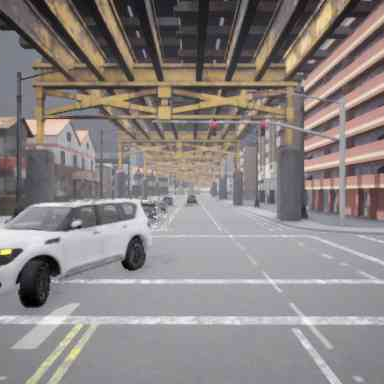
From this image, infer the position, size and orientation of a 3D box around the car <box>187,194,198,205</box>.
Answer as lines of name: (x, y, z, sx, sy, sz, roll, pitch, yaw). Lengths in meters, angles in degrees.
car: (0.022, 1.497, 57.422, 1.895, 1.301, 4.718, 0, 0, 0)

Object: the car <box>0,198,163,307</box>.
car: (-3.193, 1.216, 8.535, 2.150, 2.045, 5.566, -2, -1, 25)

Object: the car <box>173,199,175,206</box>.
car: (-3.651, 1.448, 50.150, 1.837, 1.490, 4.892, 0, 0, 0)

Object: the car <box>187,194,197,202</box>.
car: (-0.009, 1.254, 69.761, 1.882, 1.535, 5.008, 0, 1, 0)

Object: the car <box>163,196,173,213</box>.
car: (-3.644, 1.523, 37.486, 2.033, 1.411, 5.357, 0, 0, 0)
